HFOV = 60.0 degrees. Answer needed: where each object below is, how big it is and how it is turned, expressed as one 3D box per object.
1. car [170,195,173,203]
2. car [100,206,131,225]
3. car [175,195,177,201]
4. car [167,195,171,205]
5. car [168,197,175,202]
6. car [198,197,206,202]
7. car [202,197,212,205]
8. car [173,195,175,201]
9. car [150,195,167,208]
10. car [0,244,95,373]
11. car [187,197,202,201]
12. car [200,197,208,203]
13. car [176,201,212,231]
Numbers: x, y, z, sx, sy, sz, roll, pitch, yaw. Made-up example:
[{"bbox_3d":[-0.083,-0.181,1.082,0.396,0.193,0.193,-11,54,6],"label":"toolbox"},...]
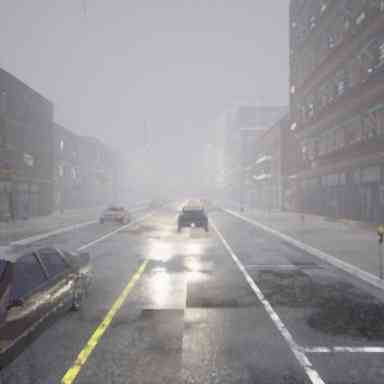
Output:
[{"bbox_3d":[-5.675,1.736,70.557,1.967,1.590,4.097,1,0,0],"label":"car"},{"bbox_3d":[-5.677,1.685,25.063,1.802,1.307,4.206,1,0,0],"label":"car"},{"bbox_3d":[-5.672,1.661,81.930,2.192,1.841,5.009,1,0,0],"label":"car"},{"bbox_3d":[-5.678,1.837,64.870,1.947,1.339,4.313,1,0,0],"label":"car"},{"bbox_3d":[-5.685,1.978,93.303,1.802,1.307,4.206,1,0,0],"label":"car"},{"bbox_3d":[2.703,1.915,87.677,1.887,1.381,4.507,1,0,0],"label":"car"},{"bbox_3d":[2.703,1.773,59.414,1.752,1.417,4.829,1,0,0],"label":"car"},{"bbox_3d":[-5.677,1.886,76.243,1.947,1.339,4.313,1,0,0],"label":"car"},{"bbox_3d":[-5.675,1.662,53.496,1.967,1.590,4.097,1,0,0],"label":"car"},{"bbox_3d":[-3.043,1.569,5.048,2.033,1.411,5.357,0,0,0],"label":"car"},{"bbox_3d":[0.098,1.668,46.012,1.882,1.535,5.008,0,0,0],"label":"car"},{"bbox_3d":[2.702,1.903,76.303,1.802,1.307,4.206,1,0,0],"label":"car"},{"bbox_3d":[0.070,1.594,21.126,1.837,1.490,4.892,0,0,0],"label":"car"}]
